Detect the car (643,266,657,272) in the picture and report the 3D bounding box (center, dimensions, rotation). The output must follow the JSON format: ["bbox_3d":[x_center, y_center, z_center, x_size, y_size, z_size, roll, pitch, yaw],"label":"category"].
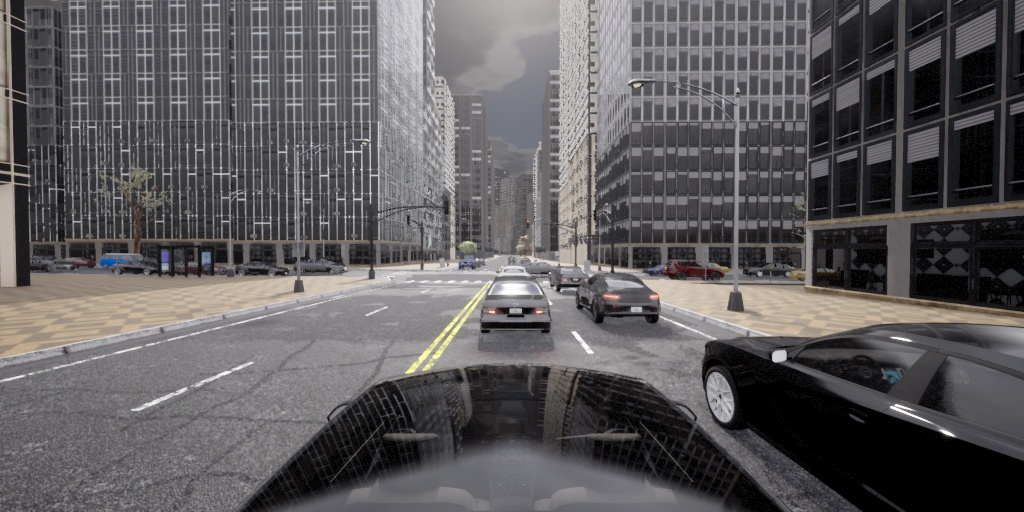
[{"bbox_3d":[16.696,1.410,37.940,5.357,1.411,2.033,0,1,1],"label":"car"}]

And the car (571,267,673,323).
[{"bbox_3d":[3.344,1.271,11.930,1.812,1.442,4.674,0,0,0],"label":"car"}]

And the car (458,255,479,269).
[{"bbox_3d":[-6.639,0.933,53.890,2.150,2.045,5.566,0,0,0],"label":"car"}]

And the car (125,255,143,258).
[{"bbox_3d":[-34.845,0.959,35.613,4.892,1.490,1.837,0,1,1],"label":"car"}]

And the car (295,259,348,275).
[{"bbox_3d":[-18.777,1.089,35.300,4.902,1.511,2.128,1,1,2],"label":"car"}]

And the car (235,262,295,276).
[{"bbox_3d":[-22.756,1.172,32.666,4.313,1.339,1.948,0,0,1],"label":"car"}]

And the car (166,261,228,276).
[{"bbox_3d":[-28.440,1.136,32.794,4.207,1.307,1.802,0,0,1],"label":"car"}]

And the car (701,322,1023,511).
[{"bbox_3d":[3.344,1.227,2.584,1.882,1.535,5.008,0,0,0],"label":"car"}]

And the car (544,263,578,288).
[{"bbox_3d":[3.337,1.286,21.341,2.033,1.411,5.357,0,0,0],"label":"car"}]

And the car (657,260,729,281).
[{"bbox_3d":[16.170,1.267,32.169,5.009,1.841,2.192,0,0,1],"label":"car"}]

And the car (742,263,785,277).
[{"bbox_3d":[27.012,1.458,37.769,4.892,1.490,1.837,1,1,1],"label":"car"}]

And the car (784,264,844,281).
[{"bbox_3d":[27.618,1.577,31.982,4.829,1.417,1.751,0,0,1],"label":"car"}]

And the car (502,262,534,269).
[{"bbox_3d":[0.086,1.265,20.251,1.812,1.442,4.674,0,0,0],"label":"car"}]

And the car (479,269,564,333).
[{"bbox_3d":[0.094,1.293,10.660,2.033,1.411,5.357,0,0,0],"label":"car"}]

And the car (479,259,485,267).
[{"bbox_3d":[-6.613,1.191,63.808,2.128,1.511,4.902,0,0,0],"label":"car"}]

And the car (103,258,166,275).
[{"bbox_3d":[-34.121,1.068,32.963,4.313,1.339,1.948,0,0,1],"label":"car"}]

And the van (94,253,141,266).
[{"bbox_3d":[-45.319,0.603,41.615,3.998,1.789,1.690,0,0,1],"label":"van"}]

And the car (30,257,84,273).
[{"bbox_3d":[-46.748,0.835,35.876,4.902,1.511,2.128,1,1,1],"label":"car"}]

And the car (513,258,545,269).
[{"bbox_3d":[2.787,1.284,34.954,4.902,1.511,2.128,1,1,1],"label":"car"}]
